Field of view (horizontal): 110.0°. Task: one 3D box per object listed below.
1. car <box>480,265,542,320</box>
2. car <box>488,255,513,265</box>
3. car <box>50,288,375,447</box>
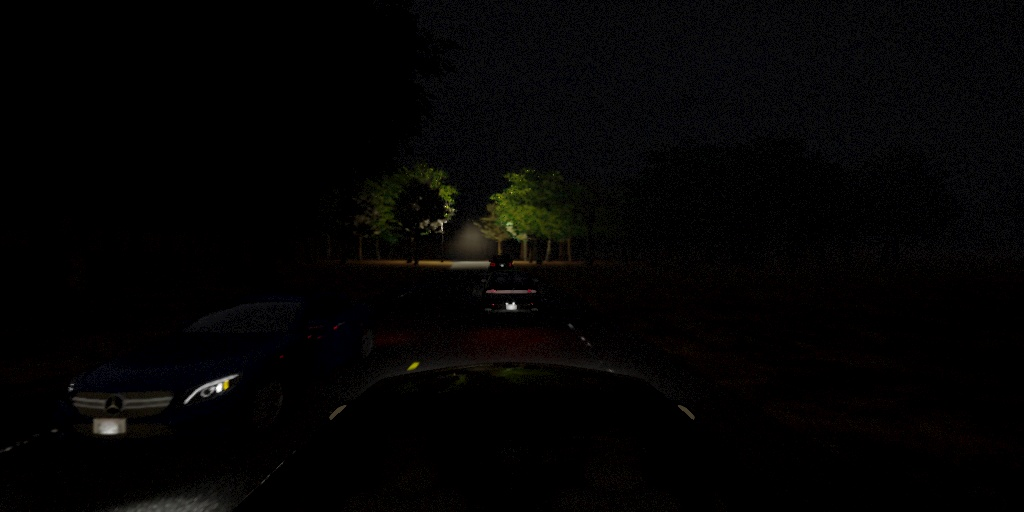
[{"bbox_3d":[-0.070,1.233,12.563,2.128,1.511,4.902,0,0,-1],"label":"car"},{"bbox_3d":[-1.039,0.935,34.250,2.150,2.045,5.566,0,0,-4],"label":"car"},{"bbox_3d":[-3.651,1.277,5.563,1.812,1.442,4.674,0,0,-1],"label":"car"}]
